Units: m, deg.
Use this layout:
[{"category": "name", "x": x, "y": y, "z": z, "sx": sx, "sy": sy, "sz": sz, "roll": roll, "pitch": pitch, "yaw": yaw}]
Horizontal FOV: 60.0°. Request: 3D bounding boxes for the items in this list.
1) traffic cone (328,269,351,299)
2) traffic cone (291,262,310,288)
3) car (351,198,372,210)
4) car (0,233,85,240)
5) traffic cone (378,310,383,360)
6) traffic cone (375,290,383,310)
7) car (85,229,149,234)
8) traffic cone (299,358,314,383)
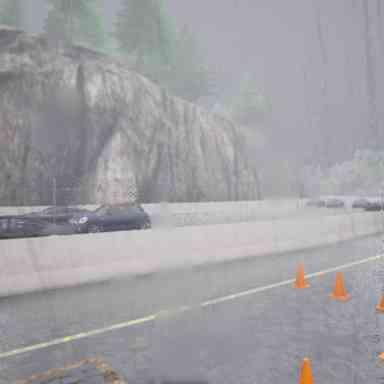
[{"category": "traffic cone", "x": 3.238, "y": 1.995, "z": 7.313, "sx": 0.340, "sy": 0.580, "sz": 0.340, "roll": 0, "pitch": 0, "yaw": -36}, {"category": "traffic cone", "x": 2.655, "y": 1.999, "z": 8.126, "sx": 0.340, "sy": 0.580, "sz": 0.340, "roll": 0, "pitch": 0, "yaw": -36}, {"category": "car", "x": 25.019, "y": 1.739, "z": 48.899, "sx": 1.882, "sy": 1.535, "sz": 5.008, "roll": 0, "pitch": 0, "yaw": 38}, {"category": "car", "x": -7.090, "y": 1.612, "z": 12.406, "sx": 5.357, "sy": 1.411, "sz": 2.033, "roll": 0, "pitch": 0, "yaw": -36}, {"category": "traffic cone", "x": 2.779, "y": 1.981, "z": 4.522, "sx": 0.340, "sy": 0.580, "sz": 0.340, "roll": 0, "pitch": 0, "yaw": -36}, {"category": "traffic cone", "x": 3.821, "y": 1.991, "z": 6.501, "sx": 0.340, "sy": 0.580, "sz": 0.340, "roll": 0, "pitch": 0, "yaw": -36}, {"category": "car", "x": -4.595, "y": 1.450, "z": 18.784, "sx": 4.553, "sy": 1.767, "sz": 2.097, "roll": 0, "pitch": 0, "yaw": -39}, {"category": "traffic cone", "x": 1.155, "y": 1.974, "z": 3.356, "sx": 0.340, "sy": 0.580, "sz": 0.340, "roll": 0, "pitch": 0, "yaw": -36}]
